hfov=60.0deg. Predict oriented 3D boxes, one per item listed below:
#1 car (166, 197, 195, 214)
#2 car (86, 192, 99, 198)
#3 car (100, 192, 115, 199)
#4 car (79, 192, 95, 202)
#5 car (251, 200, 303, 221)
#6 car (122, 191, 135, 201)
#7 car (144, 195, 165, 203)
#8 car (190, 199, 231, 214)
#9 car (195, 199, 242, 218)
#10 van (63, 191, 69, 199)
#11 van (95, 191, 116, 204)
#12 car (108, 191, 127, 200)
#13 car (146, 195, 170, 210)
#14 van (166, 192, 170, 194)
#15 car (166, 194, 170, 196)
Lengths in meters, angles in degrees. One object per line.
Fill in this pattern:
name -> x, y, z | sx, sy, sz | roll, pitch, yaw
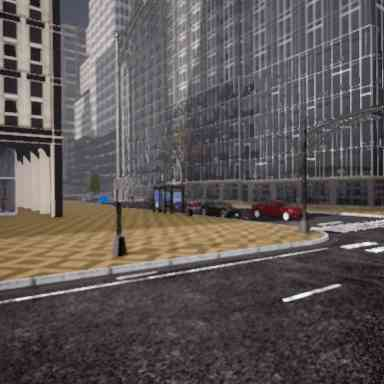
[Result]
car -> -0.700, 1.459, 33.970 | 1.802, 1.307, 4.206 | 0, 1, -34
car -> -25.751, 0.793, 85.684 | 2.008, 1.369, 4.403 | 0, 1, -34
car -> -19.338, 0.790, 76.298 | 1.967, 1.590, 4.097 | 0, 1, -34
car -> -19.845, 1.113, 62.187 | 2.008, 1.369, 4.403 | 0, 1, -34
car -> 7.070, 1.410, 27.360 | 1.882, 1.535, 5.008 | -1, 1, -34
car -> -12.925, 1.039, 66.914 | 1.802, 1.307, 4.206 | 0, 1, -34
car -> -6.512, 1.146, 57.528 | 1.802, 1.307, 4.206 | 0, 1, -34
car -> 1.857, 1.450, 35.008 | 1.895, 1.301, 4.718 | -1, 1, -34
car -> 2.493, 1.495, 29.265 | 1.947, 1.339, 4.313 | 0, 1, -34
van -> -29.464, 0.742, 76.263 | 1.690, 1.788, 3.998 | 0, 1, -34
van -> -13.431, 1.010, 52.799 | 1.690, 1.788, 3.998 | 0, 1, -34
car -> -16.131, 0.718, 71.604 | 2.192, 1.841, 5.009 | 0, 1, -34
car -> -3.858, 1.391, 38.695 | 1.947, 1.339, 4.313 | 0, 1, -34
van -> -3.306, 0.957, 52.833 | 1.690, 1.788, 3.998 | 0, 1, -34
car -> -3.781, 1.323, 43.266 | 1.994, 1.385, 4.181 | -1, 1, -34
